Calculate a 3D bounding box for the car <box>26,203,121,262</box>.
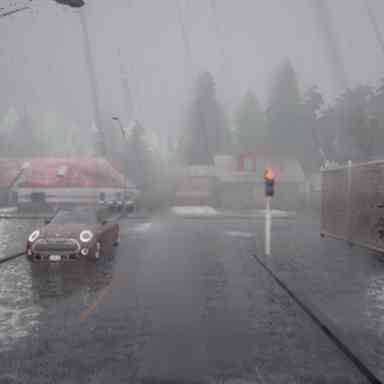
[{"bbox_3d":[-3.999,1.324,11.956,2.097,1.767,4.553,0,0,0],"label":"car"}]
